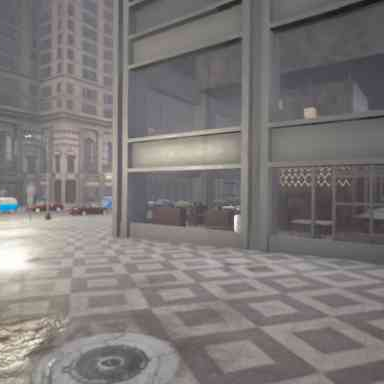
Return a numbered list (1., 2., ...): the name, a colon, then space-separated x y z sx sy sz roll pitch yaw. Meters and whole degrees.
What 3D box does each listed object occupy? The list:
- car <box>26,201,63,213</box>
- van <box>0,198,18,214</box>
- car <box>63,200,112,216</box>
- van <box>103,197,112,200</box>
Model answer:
1. car: -18.125 1.794 41.055 1.887 1.381 4.507 0 0 35
2. van: -21.312 1.570 36.542 1.690 1.788 3.998 0 0 35
3. car: -11.148 1.886 36.104 1.887 1.381 4.507 0 0 35
4. van: -11.746 1.633 50.078 1.690 1.788 3.998 0 0 35
